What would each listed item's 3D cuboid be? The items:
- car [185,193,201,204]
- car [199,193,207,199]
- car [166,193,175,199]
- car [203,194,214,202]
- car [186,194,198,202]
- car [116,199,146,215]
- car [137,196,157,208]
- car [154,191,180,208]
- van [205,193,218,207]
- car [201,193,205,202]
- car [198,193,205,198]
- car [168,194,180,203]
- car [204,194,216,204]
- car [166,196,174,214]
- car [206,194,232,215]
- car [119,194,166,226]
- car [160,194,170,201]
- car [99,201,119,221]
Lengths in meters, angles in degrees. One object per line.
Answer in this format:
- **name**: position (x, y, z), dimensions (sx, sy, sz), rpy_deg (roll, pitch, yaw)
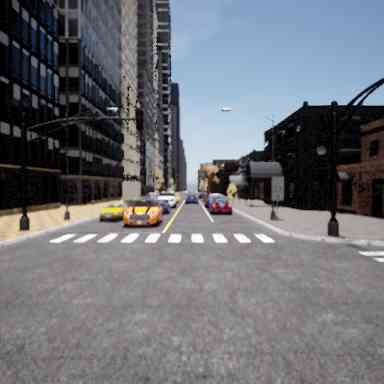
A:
- **car**: position (-0.025, 1.012, 53.986), dimensions (2.097, 1.767, 4.553), rpy_deg (0, 0, 0)
- **car**: position (2.641, 1.052, 82.255), dimensions (1.947, 1.339, 4.313), rpy_deg (-1, 0, 0)
- **car**: position (-5.709, 1.017, 87.950), dimensions (1.947, 1.339, 4.313), rpy_deg (-1, 0, 0)
- **car**: position (3.116, 1.100, 64.367), dimensions (1.837, 1.490, 4.892), rpy_deg (0, 0, 0)
- **car**: position (-0.029, 1.097, 62.800), dimensions (2.128, 1.511, 4.902), rpy_deg (0, 0, 0)
- **car**: position (-5.682, 1.367, 31.510), dimensions (1.947, 1.339, 4.313), rpy_deg (-1, 0, 0)
- **car**: position (-5.688, 1.296, 42.799), dimensions (1.947, 1.339, 4.313), rpy_deg (-1, 0, 0)
- **car**: position (-3.106, 0.956, 42.166), dimensions (2.150, 2.045, 5.566), rpy_deg (0, 0, 0)
- **van**: position (2.659, 1.107, 37.102), dimensions (1.690, 1.788, 3.998), rpy_deg (-1, 0, 0)
- **car**: position (2.655, 1.046, 42.746), dimensions (2.192, 1.841, 5.009), rpy_deg (-1, 0, 0)
- **car**: position (2.635, 0.962, 93.543), dimensions (1.887, 1.381, 4.507), rpy_deg (-1, 0, 0)
- **car**: position (-3.030, 1.119, 57.528), dimensions (1.882, 1.535, 5.008), rpy_deg (0, 0, 0)
- **car**: position (3.120, 1.143, 57.367), dimensions (1.837, 1.490, 4.892), rpy_deg (0, 0, 0)
- **car**: position (-3.103, 1.363, 31.746), dimensions (1.994, 1.385, 4.181), rpy_deg (0, 0, 0)
- **car**: position (2.663, 1.241, 31.459), dimensions (1.967, 1.590, 4.097), rpy_deg (-1, 0, 0)
- **car**: position (-3.108, 1.213, 21.900), dimensions (2.097, 1.767, 4.553), rpy_deg (0, 0, 0)
- **car**: position (-5.702, 1.082, 70.848), dimensions (1.752, 1.417, 4.829), rpy_deg (-1, 0, 0)
- **car**: position (-5.851, 1.363, 25.696), dimensions (1.752, 1.417, 4.829), rpy_deg (-1, 0, 0)
